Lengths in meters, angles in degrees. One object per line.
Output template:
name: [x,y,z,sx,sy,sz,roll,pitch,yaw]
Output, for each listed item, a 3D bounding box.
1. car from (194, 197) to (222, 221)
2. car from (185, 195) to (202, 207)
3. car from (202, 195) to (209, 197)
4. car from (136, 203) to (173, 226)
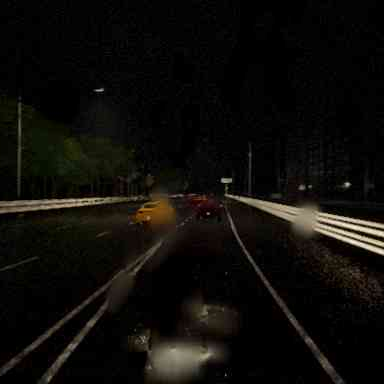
car: [1.490,1.504,28.062,1.882,1.535,5.008,0,0,5]
car: [0.030,1.501,52.717,1.882,1.535,5.008,0,0,5]
car: [2.482,1.568,82.661,1.882,1.535,5.008,0,0,5]
car: [-2.477,1.469,23.172,1.882,1.535,5.008,0,0,5]
